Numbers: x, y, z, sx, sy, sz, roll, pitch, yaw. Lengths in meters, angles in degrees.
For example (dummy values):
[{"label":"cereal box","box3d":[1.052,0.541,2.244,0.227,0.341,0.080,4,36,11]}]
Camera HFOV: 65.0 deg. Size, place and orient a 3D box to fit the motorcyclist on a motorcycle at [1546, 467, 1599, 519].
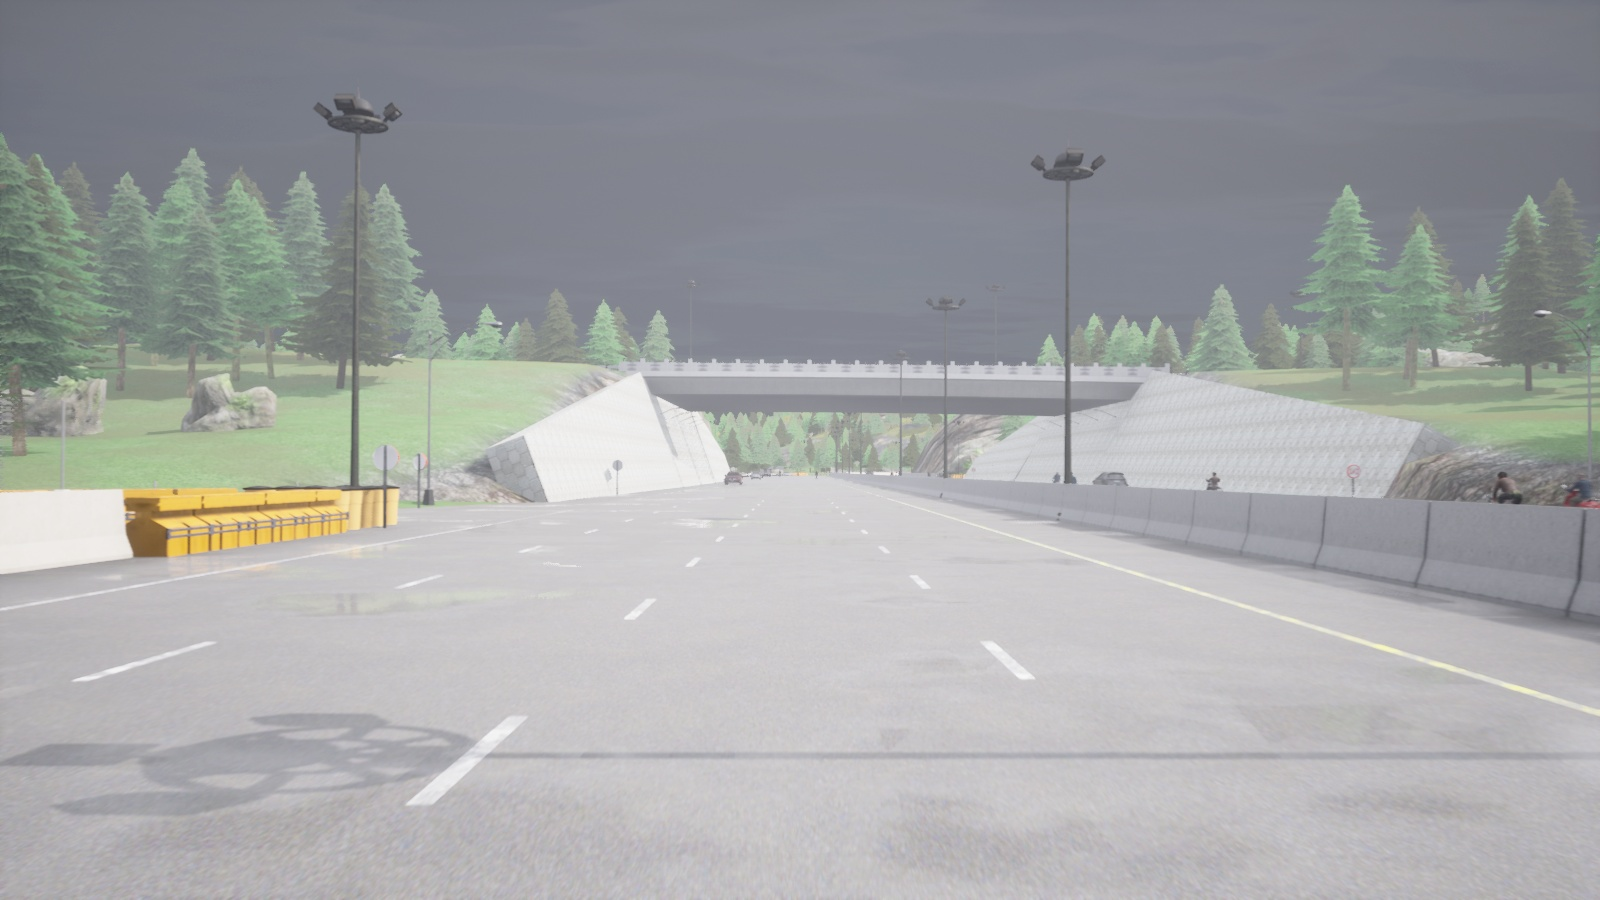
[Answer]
[{"label":"motorcyclist on a motorcycle","box3d":[24.404,1.330,39.396,0.866,1.590,1.817,0,-1,0]}]
